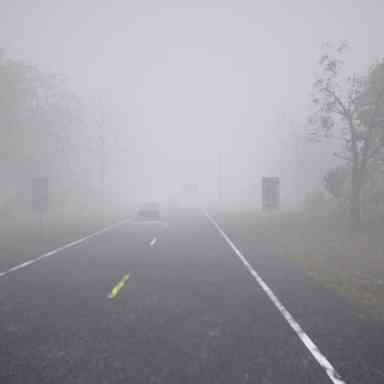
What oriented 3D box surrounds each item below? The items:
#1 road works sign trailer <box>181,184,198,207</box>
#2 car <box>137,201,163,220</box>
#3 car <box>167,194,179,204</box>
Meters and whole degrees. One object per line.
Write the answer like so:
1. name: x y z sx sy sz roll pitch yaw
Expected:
1. road works sign trailer: -0.289 0.606 52.587 2.380 3.560 2.880 0 0 1
2. car: -3.694 1.559 29.601 1.882 1.535 5.008 0 0 0
3. car: -4.007 1.374 69.814 2.150 2.045 5.566 0 0 -1
